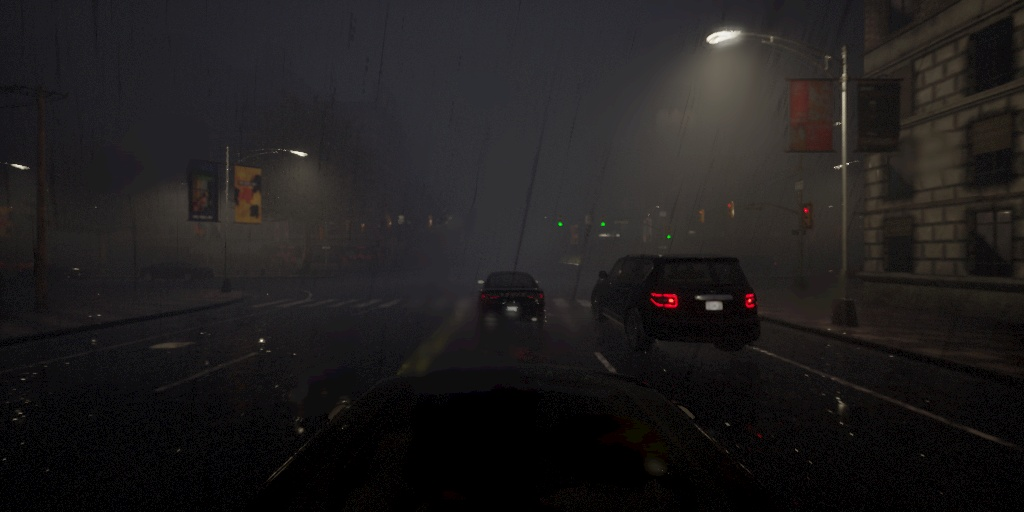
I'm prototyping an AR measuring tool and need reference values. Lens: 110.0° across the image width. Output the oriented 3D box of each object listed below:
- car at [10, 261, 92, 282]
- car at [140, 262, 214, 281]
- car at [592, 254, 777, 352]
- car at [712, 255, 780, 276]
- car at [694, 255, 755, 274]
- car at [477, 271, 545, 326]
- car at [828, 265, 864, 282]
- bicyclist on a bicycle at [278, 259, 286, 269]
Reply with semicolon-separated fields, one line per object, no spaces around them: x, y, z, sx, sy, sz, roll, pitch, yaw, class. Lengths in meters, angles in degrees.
-36.744;1.303;28.860;4.181;1.385;1.994;0;0;1;car
-26.804;1.216;28.803;5.008;1.535;1.882;0;0;0;car
3.590;0.968;9.035;2.150;2.045;5.566;0;0;0;car
23.863;0.947;36.705;5.566;2.045;2.150;0;0;2;car
23.699;0.945;40.218;5.566;2.045;2.150;0;0;0;car
-0.108;1.222;11.789;1.882;1.535;5.008;0;0;-3;car
28.255;1.330;28.506;4.718;1.301;1.895;0;0;0;car
-30.968;1.028;48.309;0.582;1.620;1.656;0;0;0;bicyclist on a bicycle
